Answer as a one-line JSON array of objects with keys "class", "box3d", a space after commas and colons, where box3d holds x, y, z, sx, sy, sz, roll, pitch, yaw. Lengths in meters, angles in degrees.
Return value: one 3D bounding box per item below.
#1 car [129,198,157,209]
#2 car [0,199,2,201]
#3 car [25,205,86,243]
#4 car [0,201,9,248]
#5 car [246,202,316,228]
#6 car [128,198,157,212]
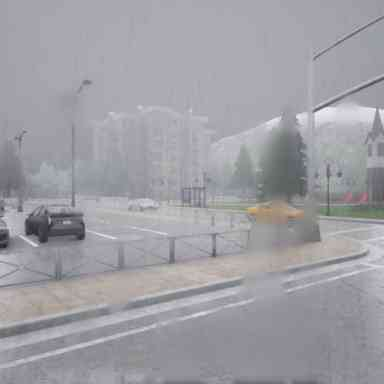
[{"class": "car", "box3d": [-6.816, 1.525, 45.805, 1.812, 1.442, 4.674, 0, 0, -36]}, {"class": "car", "box3d": [-21.592, 1.374, 36.423, 1.845, 1.501, 3.633, 0, 0, -36]}, {"class": "car", "box3d": [-6.356, 1.340, 15.313, 2.007, 1.523, 4.514, 0, 0, -36]}, {"class": "car", "box3d": [-8.870, 1.330, 13.436, 2.152, 1.636, 5.027, 0, 0, -36]}, {"class": "car", "box3d": [5.899, 1.477, 22.481, 1.882, 1.535, 5.008, 0, 0, -37]}, {"class": "car", "box3d": [-5.781, 1.525, 38.356, 1.812, 1.442, 4.674, 0, 0, -36]}]
